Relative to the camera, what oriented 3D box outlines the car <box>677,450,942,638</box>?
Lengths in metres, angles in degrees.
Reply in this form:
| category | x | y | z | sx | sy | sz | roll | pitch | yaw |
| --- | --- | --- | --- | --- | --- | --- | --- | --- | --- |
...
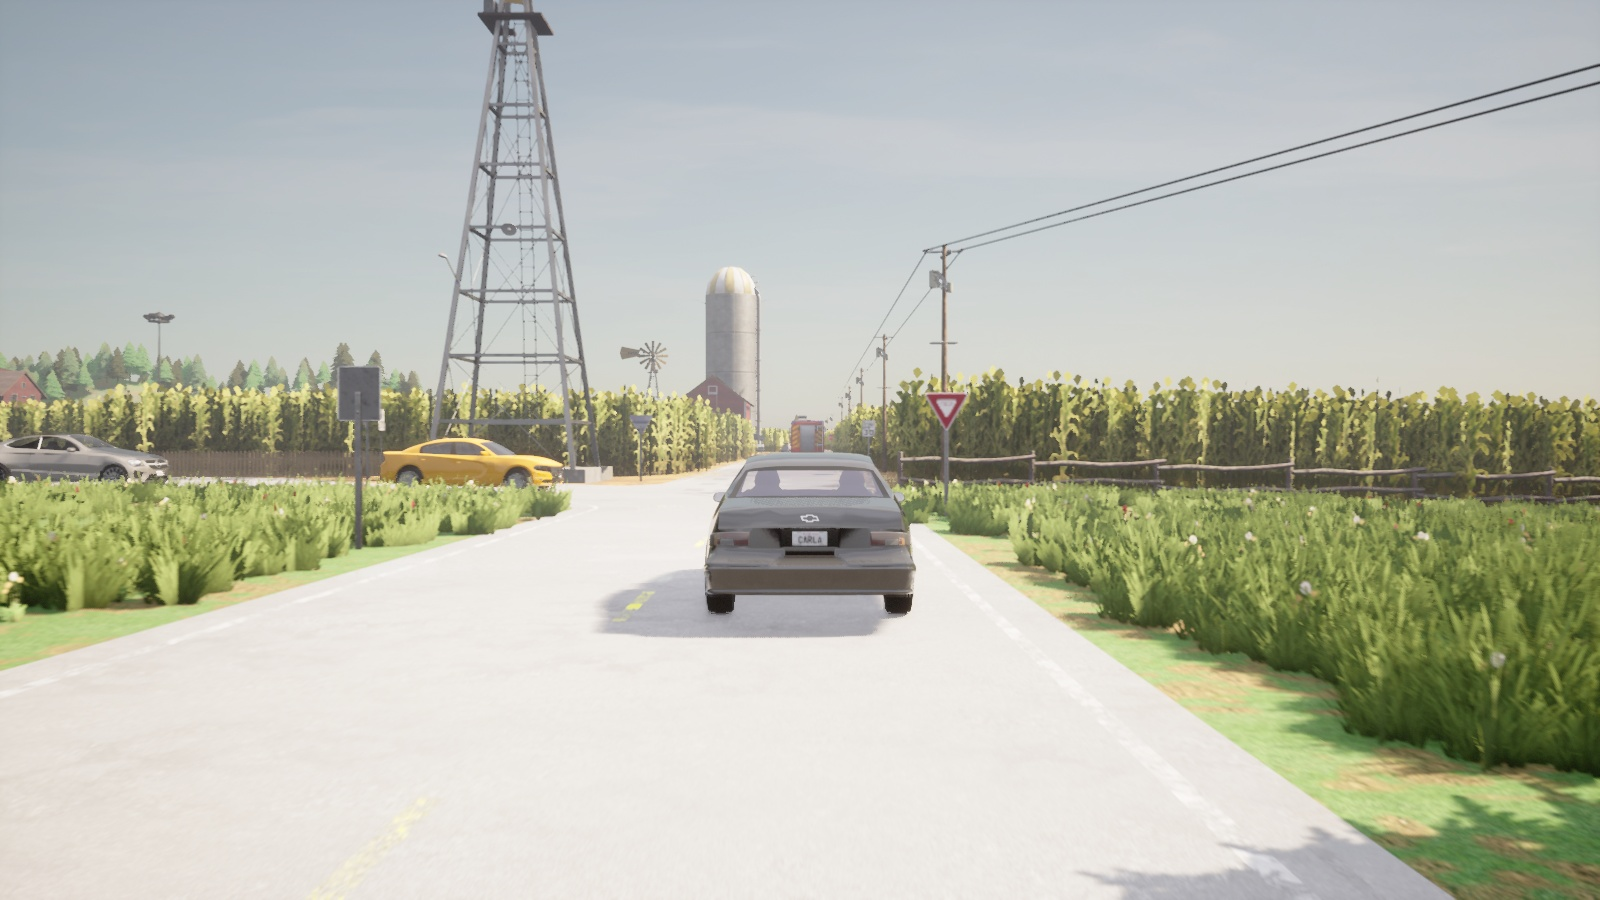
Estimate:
| category | x | y | z | sx | sy | sz | roll | pitch | yaw |
| --- | --- | --- | --- | --- | --- | --- | --- | --- | --- |
| car | 0.087 | 0.724 | 12.339 | 2.033 | 1.411 | 5.357 | 0 | 0 | 0 |

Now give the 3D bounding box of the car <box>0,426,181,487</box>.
| category | x | y | z | sx | sy | sz | roll | pitch | yaw |
| --- | --- | --- | --- | --- | --- | --- | --- | --- | --- |
| car | -20.393 | 0.170 | 35.185 | 5.027 | 1.651 | 2.152 | 0 | 0 | 1 |

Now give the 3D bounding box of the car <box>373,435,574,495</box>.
| category | x | y | z | sx | sy | sz | roll | pitch | yaw |
| --- | --- | --- | --- | --- | --- | --- | --- | --- | --- |
| car | -8.988 | 0.406 | 34.727 | 5.008 | 1.535 | 1.882 | 1 | 0 | 8 |
